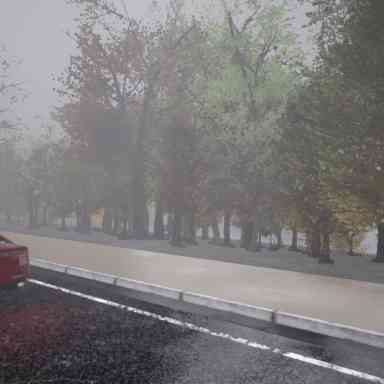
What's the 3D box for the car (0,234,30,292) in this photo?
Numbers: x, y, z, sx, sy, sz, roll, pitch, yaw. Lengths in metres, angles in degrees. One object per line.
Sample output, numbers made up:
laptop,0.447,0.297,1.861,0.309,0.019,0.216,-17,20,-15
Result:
car,-5.820,1.476,7.799,5.008,1.535,1.882,0,0,35
